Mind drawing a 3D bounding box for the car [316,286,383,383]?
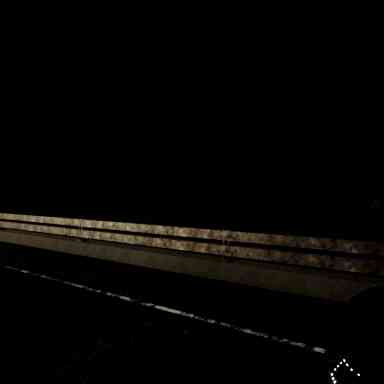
[{"bbox_3d":[3.504,1.223,1.493,5.566,2.045,2.150,0,0,35],"label":"car"}]
